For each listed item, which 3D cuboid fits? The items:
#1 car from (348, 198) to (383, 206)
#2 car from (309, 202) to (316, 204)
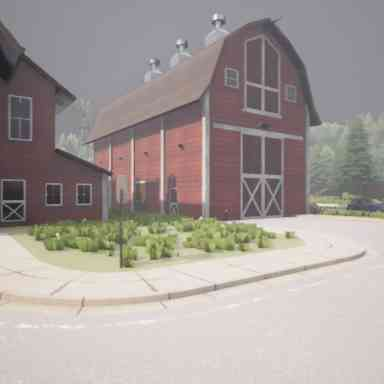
[{"bbox_3d":[18.938,1.468,35.302,2.097,1.767,4.553,0,0,-34],"label":"car"},{"bbox_3d":[13.825,1.630,42.736,1.837,1.490,4.892,0,0,-34],"label":"car"}]
